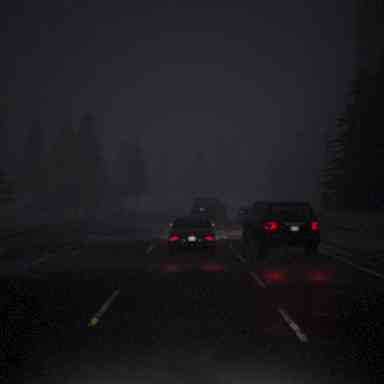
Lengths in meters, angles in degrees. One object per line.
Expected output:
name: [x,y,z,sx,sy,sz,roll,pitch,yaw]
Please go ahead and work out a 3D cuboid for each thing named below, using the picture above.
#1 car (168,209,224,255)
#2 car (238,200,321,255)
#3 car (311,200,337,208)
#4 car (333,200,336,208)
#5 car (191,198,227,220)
car: [0.006,1.682,13.971,2.033,1.411,5.357,0,-1,0]
car: [3.506,1.352,14.011,2.150,2.045,5.566,0,0,0]
car: [24.356,2.153,61.204,4.181,1.385,1.994,0,-1,-19]
car: [25.409,2.069,57.868,4.892,1.490,1.837,1,-1,-19]
car: [1.488,1.490,28.382,2.150,2.045,5.566,0,0,16]
